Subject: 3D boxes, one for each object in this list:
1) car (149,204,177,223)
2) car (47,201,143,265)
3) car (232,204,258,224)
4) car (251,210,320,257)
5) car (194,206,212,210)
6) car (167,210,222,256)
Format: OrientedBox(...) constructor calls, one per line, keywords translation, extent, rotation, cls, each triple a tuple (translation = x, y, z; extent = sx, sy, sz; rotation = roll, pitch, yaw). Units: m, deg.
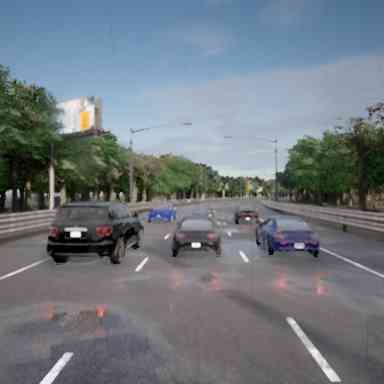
OrientedBox(translation=(-2.457, 1.787, 29.029), extent=(1.882, 1.535, 5.008), rotation=(0, 0, 5), cls="car")
OrientedBox(translation=(-3.323, 1.357, 12.446), extent=(2.150, 2.045, 5.566), rotation=(0, 0, 2), cls="car")
OrientedBox(translation=(4.467, 1.805, 27.843), extent=(1.837, 1.490, 4.892), rotation=(0, 0, 5), cls="car")
OrientedBox(translation=(3.739, 1.670, 13.579), extent=(1.812, 1.442, 4.674), rotation=(0, 0, 3), cls="car")
OrientedBox(translation=(0.889, 1.837, 27.085), extent=(2.033, 1.411, 5.357), rotation=(0, -1, 4), cls="car")
OrientedBox(translation=(0.241, 1.671, 13.677), extent=(1.812, 1.442, 4.674), rotation=(0, 0, 3), cls="car")
